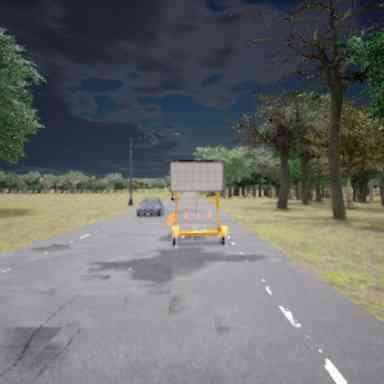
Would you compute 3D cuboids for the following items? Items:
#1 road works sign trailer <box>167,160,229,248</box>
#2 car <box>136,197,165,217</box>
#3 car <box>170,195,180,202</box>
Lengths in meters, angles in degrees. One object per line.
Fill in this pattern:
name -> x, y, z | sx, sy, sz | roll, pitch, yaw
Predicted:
road works sign trailer -> 0.192, 0.397, 14.573 | 2.380, 3.560, 2.880 | 0, 0, -8
car -> -3.601, 1.226, 29.396 | 2.097, 1.767, 4.553 | 0, 0, 0
car -> -3.515, 1.347, 69.948 | 1.895, 1.301, 4.718 | 0, 0, 0
